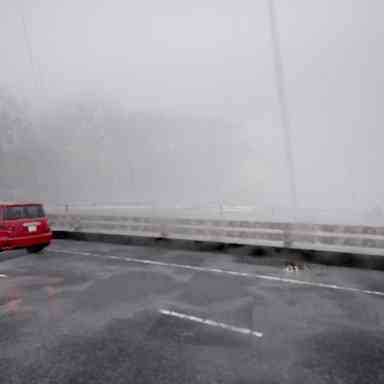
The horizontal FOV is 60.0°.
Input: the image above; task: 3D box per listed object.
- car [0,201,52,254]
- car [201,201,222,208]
[{"bbox_3d":[-7.873,1.370,12.773,5.566,2.045,2.150,0,0,28],"label":"car"},{"bbox_3d":[2.586,2.125,52.646,4.553,1.767,2.097,3,-2,-32],"label":"car"}]
